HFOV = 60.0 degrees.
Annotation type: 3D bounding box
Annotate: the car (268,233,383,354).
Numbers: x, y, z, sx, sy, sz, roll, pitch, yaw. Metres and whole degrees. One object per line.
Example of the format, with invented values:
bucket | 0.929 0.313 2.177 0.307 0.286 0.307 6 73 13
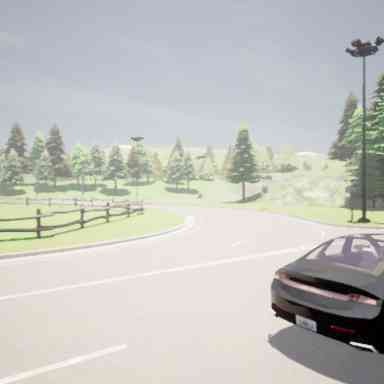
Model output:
car | 3.440 1.466 5.672 4.902 1.511 2.128 0 0 -35
